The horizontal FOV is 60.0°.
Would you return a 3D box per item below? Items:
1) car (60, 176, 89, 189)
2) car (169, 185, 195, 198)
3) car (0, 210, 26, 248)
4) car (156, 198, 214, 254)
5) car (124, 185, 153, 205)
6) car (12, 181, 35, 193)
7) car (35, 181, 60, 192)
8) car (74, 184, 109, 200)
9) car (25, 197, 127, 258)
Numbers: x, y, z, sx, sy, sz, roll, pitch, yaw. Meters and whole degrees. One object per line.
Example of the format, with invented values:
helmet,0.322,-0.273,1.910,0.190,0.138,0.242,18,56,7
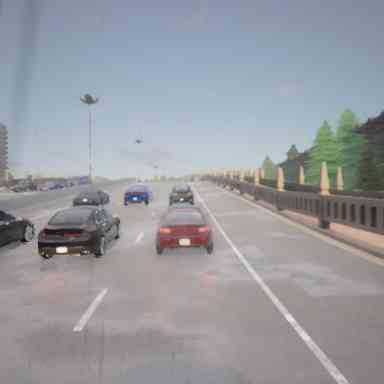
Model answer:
car,-15.705,-1.178,45.868,2.150,2.045,5.566,-1,4,-2
car,-0.826,0.183,26.540,2.128,1.511,4.902,-1,4,-2
car,-7.268,1.332,11.517,1.837,1.490,4.892,-1,3,-2
car,-0.281,1.192,11.999,1.812,1.442,4.674,-1,2,-2
car,-4.353,0.171,27.417,1.882,1.535,5.008,-1,4,-2
car,-22.683,-0.742,45.501,1.837,1.490,4.892,-1,4,-2
car,-19.184,-0.788,45.533,1.812,1.442,4.674,-1,4,-2
car,-7.810,0.416,26.098,1.994,1.385,4.181,-1,4,-2
car,-3.778,1.250,11.857,1.837,1.490,4.892,-1,4,-2
